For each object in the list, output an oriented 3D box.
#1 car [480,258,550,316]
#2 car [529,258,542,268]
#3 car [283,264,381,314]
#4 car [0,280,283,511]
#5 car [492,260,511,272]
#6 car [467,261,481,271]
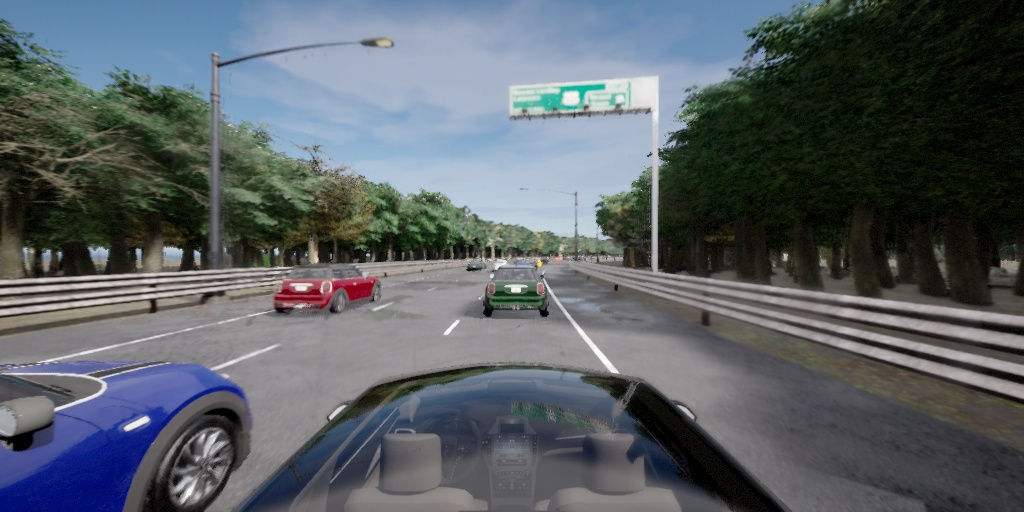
[{"bbox_3d":[0.185,1.098,13.519,2.097,1.767,4.553,0,0,2],"label":"car"},{"bbox_3d":[3.922,1.199,59.835,1.882,1.535,5.008,0,0,8],"label":"car"},{"bbox_3d":[-6.742,1.080,13.702,2.097,1.767,4.553,0,0,2],"label":"car"},{"bbox_3d":[-3.399,1.095,1.354,2.097,1.767,4.553,0,0,0],"label":"car"},{"bbox_3d":[-1.234,1.247,45.362,1.812,1.442,4.674,0,0,6],"label":"car"},{"bbox_3d":[-4.537,1.278,47.324,1.994,1.385,4.181,0,0,6],"label":"car"}]
